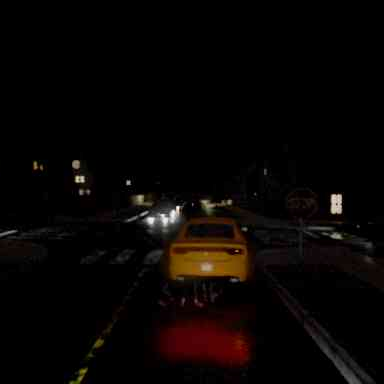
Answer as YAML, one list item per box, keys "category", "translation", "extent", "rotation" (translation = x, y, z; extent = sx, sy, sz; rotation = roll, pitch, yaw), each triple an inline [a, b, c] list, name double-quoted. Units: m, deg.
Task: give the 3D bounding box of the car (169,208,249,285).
- category: "car"
  translation: [0.580, 1.457, 9.568]
  extent: [1.882, 1.535, 5.008]
  rotation: [0, 0, 6]

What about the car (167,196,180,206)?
- category: "car"
  translation: [-2.840, 1.404, 51.275]
  extent: [1.812, 1.442, 4.674]
  rotation: [0, 0, 0]

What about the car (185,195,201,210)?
- category: "car"
  translation: [0.097, 1.468, 41.756]
  extent: [1.994, 1.385, 4.181]
  rotation: [0, 0, 0]

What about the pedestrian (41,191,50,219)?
- category: "pedestrian"
  translation: [-9.684, 0.819, 21.923]
  extent: [0.375, 1.860, 0.375]
  rotation: [0, 0, 1]

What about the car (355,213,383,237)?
- category: "car"
  translation: [11.669, 1.726, 18.665]
  extent: [4.674, 1.442, 1.812]
  rotation: [1, 1, 0]

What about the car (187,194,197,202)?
- category: "car"
  translation: [-0.003, 1.299, 71.114]
  extent: [1.882, 1.535, 5.008]
  rotation: [0, 0, 0]

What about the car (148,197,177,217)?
- category: "car"
  translation: [-2.858, 1.478, 31.208]
  extent: [2.033, 1.411, 5.357]
  rotation: [0, 0, 0]

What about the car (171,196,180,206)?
- category: "car"
  translation: [-2.847, 1.397, 41.193]
  extent: [2.128, 1.511, 4.902]
  rotation: [0, 0, 0]
